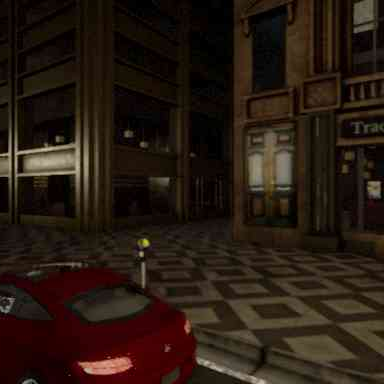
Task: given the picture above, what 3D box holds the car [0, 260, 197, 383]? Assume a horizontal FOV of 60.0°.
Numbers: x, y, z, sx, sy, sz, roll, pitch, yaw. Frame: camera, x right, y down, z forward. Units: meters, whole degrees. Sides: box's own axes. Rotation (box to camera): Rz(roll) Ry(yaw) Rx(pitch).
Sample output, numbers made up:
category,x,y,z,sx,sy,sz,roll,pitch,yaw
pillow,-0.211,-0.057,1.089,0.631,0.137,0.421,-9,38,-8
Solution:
category,x,y,z,sx,sy,sz,roll,pitch,yaw
car,-1.892,1.575,4.305,4.206,1.307,1.802,0,0,35
